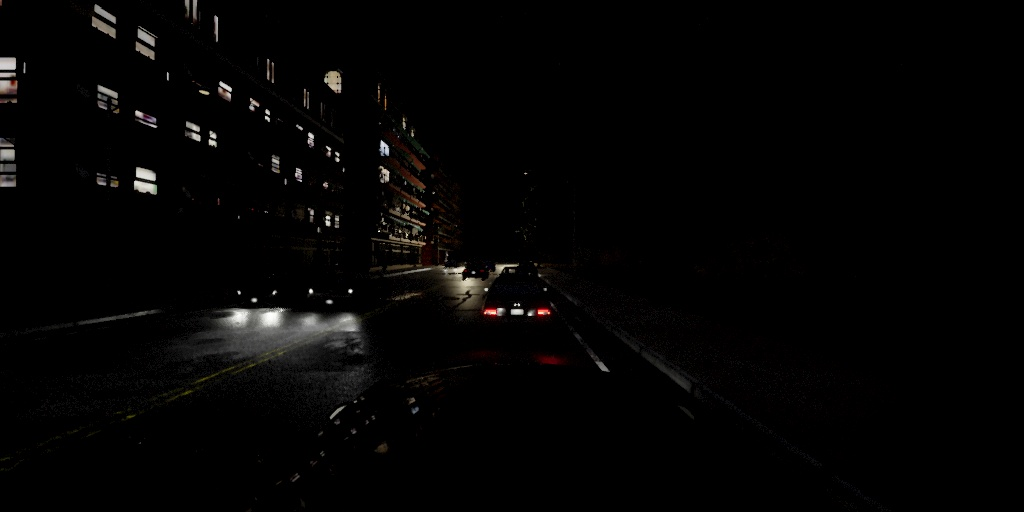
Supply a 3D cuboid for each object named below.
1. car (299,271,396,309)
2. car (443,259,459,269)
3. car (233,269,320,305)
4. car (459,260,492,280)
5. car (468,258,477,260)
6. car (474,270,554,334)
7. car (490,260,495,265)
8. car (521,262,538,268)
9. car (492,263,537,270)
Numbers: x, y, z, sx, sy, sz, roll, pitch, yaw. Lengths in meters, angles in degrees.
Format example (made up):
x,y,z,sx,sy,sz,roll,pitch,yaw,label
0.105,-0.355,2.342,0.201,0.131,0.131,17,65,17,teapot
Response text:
x,y,z,sx,sy,sz,roll,pitch,yaw,label
-6.582,1.353,15.161,1.895,1.301,4.718,0,0,0,car
-9.759,1.278,58.370,1.812,1.442,4.674,0,0,0,car
-9.830,1.300,16.338,2.033,1.411,5.357,0,0,0,car
-3.112,1.317,31.088,1.994,1.385,4.181,0,0,0,car
-6.510,1.104,58.591,2.097,1.767,4.553,0,0,0,car
0.113,1.299,10.538,2.033,1.411,5.357,0,0,0,car
-3.092,1.231,45.809,1.882,1.535,5.008,0,0,0,car
1.174,1.259,30.666,1.837,1.490,4.892,0,0,0,car
0.124,1.301,20.899,2.033,1.411,5.357,0,0,0,car
